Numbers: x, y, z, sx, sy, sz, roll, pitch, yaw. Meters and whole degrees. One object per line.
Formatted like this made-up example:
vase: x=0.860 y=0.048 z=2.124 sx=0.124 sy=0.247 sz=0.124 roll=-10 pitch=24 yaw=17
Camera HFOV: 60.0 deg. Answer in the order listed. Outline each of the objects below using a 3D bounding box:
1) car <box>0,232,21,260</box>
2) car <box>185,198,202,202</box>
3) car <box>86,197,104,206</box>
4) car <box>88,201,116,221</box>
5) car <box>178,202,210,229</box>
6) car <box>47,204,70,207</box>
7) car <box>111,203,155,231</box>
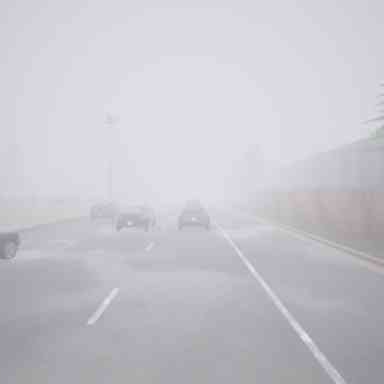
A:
car: x=-6.890 y=1.608 z=9.483 sx=1.895 sy=1.301 sz=4.718 roll=0 pitch=0 yaw=0
car: x=0.144 y=1.548 z=41.692 sx=1.837 sy=1.490 sz=4.892 roll=0 pitch=0 yaw=0
car: x=-17.436 y=1.616 z=60.220 sx=1.837 sy=1.490 sz=4.892 roll=0 pitch=0 yaw=0
car: x=-6.872 y=1.517 z=27.219 sx=2.128 sy=1.511 sz=4.902 roll=0 pitch=0 yaw=0
car: x=0.122 y=1.587 z=21.687 sx=1.994 sy=1.385 sz=4.181 roll=0 pitch=0 yaw=0
car: x=-14.057 y=1.556 z=34.482 sx=1.812 sy=1.442 sz=4.674 roll=0 pitch=0 yaw=0
car: x=-3.388 y=1.546 z=20.398 sx=1.812 sy=1.442 sz=4.674 roll=0 pitch=0 yaw=0
